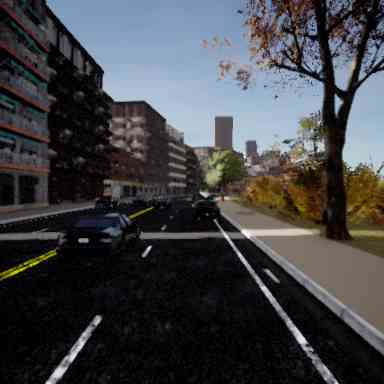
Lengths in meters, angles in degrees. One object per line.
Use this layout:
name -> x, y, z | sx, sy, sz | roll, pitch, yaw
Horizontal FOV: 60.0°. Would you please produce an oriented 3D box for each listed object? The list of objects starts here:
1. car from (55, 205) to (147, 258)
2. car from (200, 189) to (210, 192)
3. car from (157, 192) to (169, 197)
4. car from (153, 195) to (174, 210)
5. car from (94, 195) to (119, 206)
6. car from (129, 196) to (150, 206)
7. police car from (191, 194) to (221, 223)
car -> -3.150, 1.435, 12.176 | 2.033, 1.411, 5.357 | 0, 1, 0
car -> 2.931, 0.398, 79.149 | 2.150, 2.045, 5.566 | 0, 0, 7
car -> -6.832, 0.574, 79.374 | 1.895, 1.301, 4.718 | 0, 0, 7
car -> -3.076, 1.269, 36.888 | 1.895, 1.301, 4.718 | 0, 1, 1
car -> -9.701, 1.164, 38.203 | 1.837, 1.490, 4.892 | 0, 0, 2
car -> -6.367, 1.199, 41.021 | 1.994, 1.385, 4.181 | 0, 0, 2
police car -> 0.977, 1.211, 23.582 | 1.930, 1.638, 5.238 | 0, 1, 0
